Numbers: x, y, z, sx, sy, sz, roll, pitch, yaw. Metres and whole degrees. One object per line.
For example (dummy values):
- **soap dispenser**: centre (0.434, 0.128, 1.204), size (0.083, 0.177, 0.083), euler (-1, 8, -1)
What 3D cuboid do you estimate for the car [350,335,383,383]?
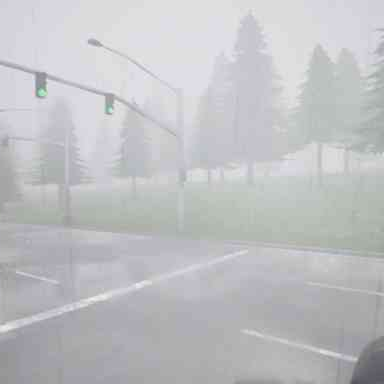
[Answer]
- **car**: centre (3.393, 1.492, 1.568), size (4.892, 1.490, 1.837), euler (0, 0, 36)
